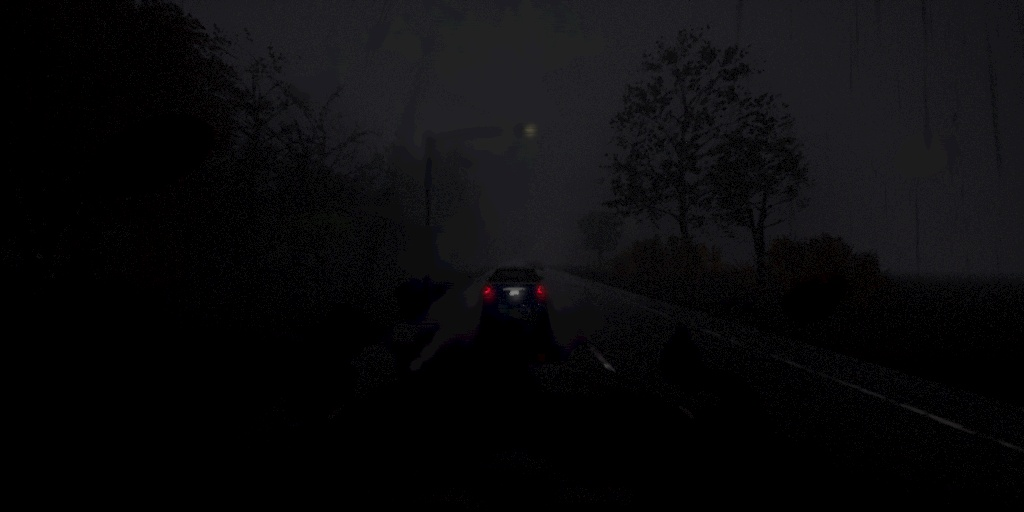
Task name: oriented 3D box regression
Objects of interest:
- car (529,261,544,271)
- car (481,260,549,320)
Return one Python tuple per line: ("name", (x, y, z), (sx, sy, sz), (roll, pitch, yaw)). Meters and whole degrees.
("car", (3.595, 1.450, 54.292), (1.994, 1.385, 4.181), (0, 0, 0))
("car", (0.097, 1.130, 12.813), (2.097, 1.767, 4.553), (0, 0, 0))
